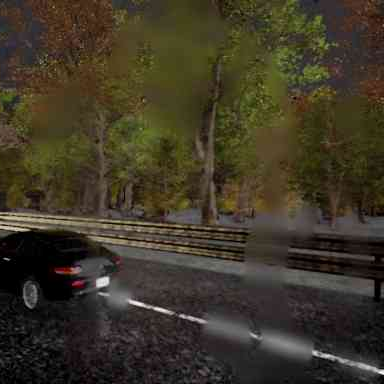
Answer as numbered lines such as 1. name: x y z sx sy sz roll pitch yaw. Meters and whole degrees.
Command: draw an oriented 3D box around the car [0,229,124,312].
1. car: -3.589 1.599 7.854 4.674 1.442 1.812 0 -1 36
